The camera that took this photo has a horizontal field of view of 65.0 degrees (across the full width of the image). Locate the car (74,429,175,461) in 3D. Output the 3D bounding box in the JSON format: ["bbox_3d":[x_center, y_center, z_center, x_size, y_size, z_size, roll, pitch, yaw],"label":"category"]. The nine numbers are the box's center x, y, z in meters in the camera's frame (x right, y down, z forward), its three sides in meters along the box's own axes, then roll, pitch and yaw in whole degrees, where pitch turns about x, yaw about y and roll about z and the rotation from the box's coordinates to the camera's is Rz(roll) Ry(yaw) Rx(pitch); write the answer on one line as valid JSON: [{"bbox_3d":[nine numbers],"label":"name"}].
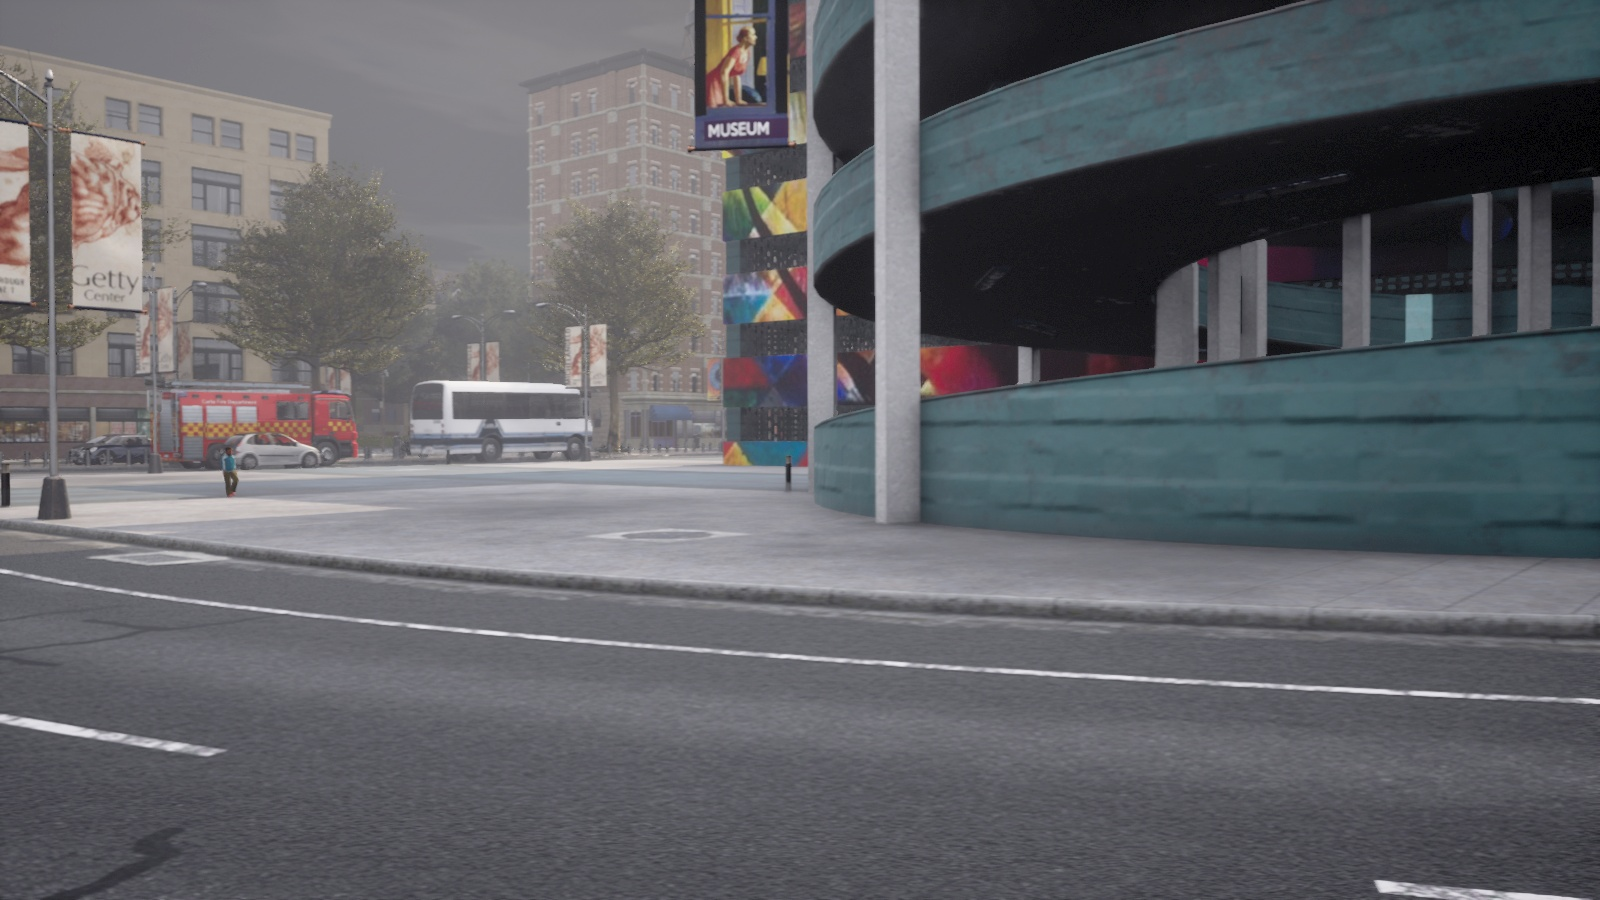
[{"bbox_3d":[-32.299,-0.237,60.122,1.970,1.475,3.806,1,1,39],"label":"car"}]

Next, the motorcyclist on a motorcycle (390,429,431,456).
[{"bbox_3d":[-23.619,-0.458,76.244,0.766,1.649,2.350,1,1,39],"label":"motorcyclist on a motorcycle"}]

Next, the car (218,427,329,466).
[{"bbox_3d":[-22.558,-0.172,53.936,1.851,1.617,3.988,1,1,39],"label":"car"}]

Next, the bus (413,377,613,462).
[{"bbox_3d":[-15.380,-1.631,68.184,3.944,4.253,10.273,1,1,40],"label":"bus"}]

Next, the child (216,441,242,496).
[{"bbox_3d":[-12.622,0.398,27.761,0.448,1.192,0.343,1,1,38],"label":"child"}]

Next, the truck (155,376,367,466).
[{"bbox_3d":[-24.356,-1.291,57.237,2.891,3.827,8.468,1,1,40],"label":"truck"}]

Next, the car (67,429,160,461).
[{"bbox_3d":[-34.429,-0.276,63.063,1.789,1.549,3.705,1,1,40],"label":"car"}]
